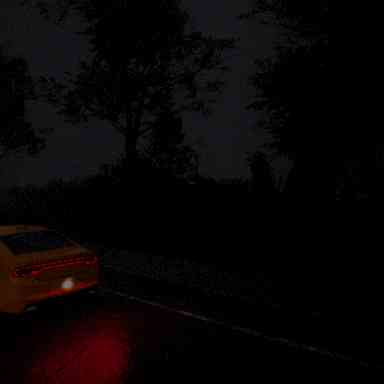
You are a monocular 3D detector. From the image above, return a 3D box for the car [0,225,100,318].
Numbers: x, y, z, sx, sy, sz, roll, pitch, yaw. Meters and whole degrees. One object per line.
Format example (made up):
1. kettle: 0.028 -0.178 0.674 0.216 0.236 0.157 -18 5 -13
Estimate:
1. car: -4.114 1.489 7.478 5.008 1.535 1.882 0 0 40
